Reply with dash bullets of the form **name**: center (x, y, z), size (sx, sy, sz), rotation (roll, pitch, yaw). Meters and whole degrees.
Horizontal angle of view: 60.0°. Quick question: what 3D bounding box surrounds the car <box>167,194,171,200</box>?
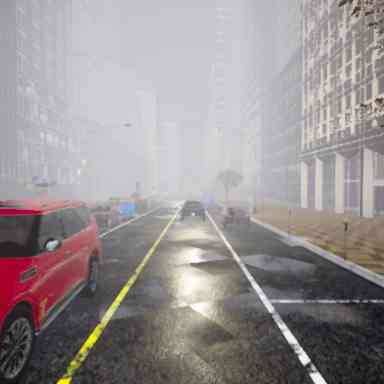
- **car**: center (-5.729, 1.259, 77.390), size (2.008, 1.369, 4.403), rotation (-1, 0, 0)

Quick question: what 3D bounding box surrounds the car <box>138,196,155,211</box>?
- **car**: center (-5.715, 1.386, 38.015), size (1.887, 1.381, 4.507), rotation (-1, 0, 0)

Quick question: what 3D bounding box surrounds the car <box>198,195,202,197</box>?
- **car**: center (0.084, 1.411, 46.217), size (1.895, 1.301, 4.718), rotation (0, 0, 0)

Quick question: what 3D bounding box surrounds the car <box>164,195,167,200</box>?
- **car**: center (-5.722, 1.331, 54.890), size (2.008, 1.369, 4.403), rotation (-1, 0, 0)

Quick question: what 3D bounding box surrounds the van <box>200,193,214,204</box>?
- **van**: center (2.654, 1.121, 54.893), size (1.690, 1.788, 3.998), rotation (-1, 0, 0)

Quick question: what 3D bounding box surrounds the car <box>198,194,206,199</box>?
- **car**: center (2.646, 1.200, 88.814), size (1.752, 1.417, 4.829), rotation (-1, 0, 0)

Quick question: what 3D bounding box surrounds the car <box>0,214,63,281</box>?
- **car**: center (-5.705, 1.506, 9.890), size (2.008, 1.369, 4.403), rotation (-1, 0, 0)

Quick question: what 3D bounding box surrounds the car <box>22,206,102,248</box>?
- **car**: center (-5.708, 1.457, 15.346), size (1.752, 1.417, 4.829), rotation (-1, 0, 0)

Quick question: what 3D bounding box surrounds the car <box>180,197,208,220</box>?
- **car**: center (0.090, 1.388, 26.602), size (1.837, 1.490, 4.892), rotation (0, 0, 0)

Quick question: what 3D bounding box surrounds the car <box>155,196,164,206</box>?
- **car**: center (-5.719, 1.351, 49.266), size (2.008, 1.369, 4.403), rotation (-1, 0, 0)

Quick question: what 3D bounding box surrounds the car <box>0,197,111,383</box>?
- **car**: center (-3.096, 1.191, 5.531), size (2.150, 2.045, 5.566), rotation (0, 1, -2)

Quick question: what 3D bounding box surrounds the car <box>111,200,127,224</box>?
- **car**: center (-5.709, 1.452, 21.140), size (1.887, 1.381, 4.507), rotation (-1, 0, 0)

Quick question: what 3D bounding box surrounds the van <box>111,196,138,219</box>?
- **van**: center (-5.715, 1.226, 26.764), size (1.690, 1.788, 3.998), rotation (-1, 0, 0)

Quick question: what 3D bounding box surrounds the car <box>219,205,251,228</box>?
- **car**: center (2.671, 1.490, 21.144), size (1.802, 1.307, 4.206), rotation (-1, 0, 0)
